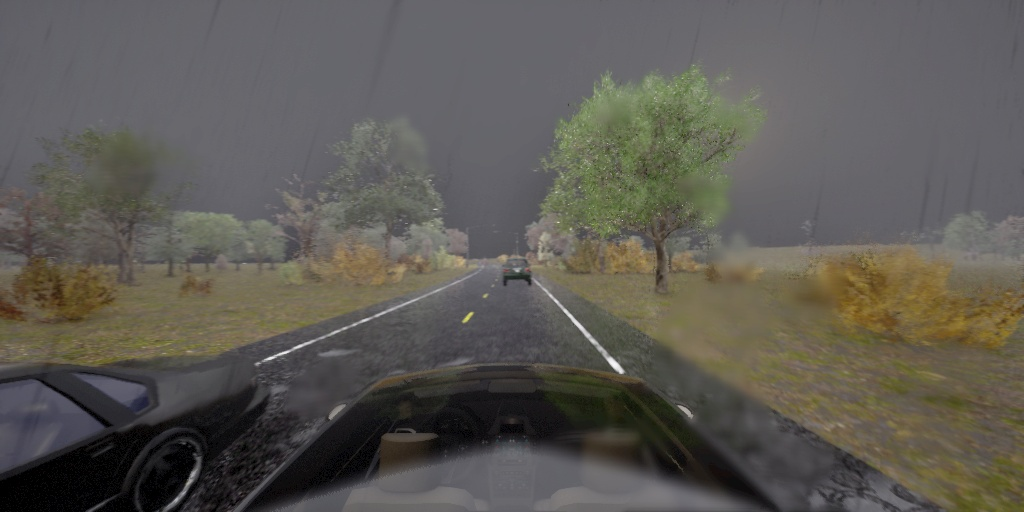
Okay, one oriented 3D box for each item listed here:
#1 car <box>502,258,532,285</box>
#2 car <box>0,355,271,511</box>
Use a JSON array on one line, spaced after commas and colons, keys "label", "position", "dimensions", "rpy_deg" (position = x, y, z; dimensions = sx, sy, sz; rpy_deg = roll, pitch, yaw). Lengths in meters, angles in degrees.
[{"label": "car", "position": [0.371, 1.192, 28.629], "dimensions": [2.150, 2.045, 5.566], "rpy_deg": [-1, 0, 0]}, {"label": "car", "position": [-3.602, 1.372, 1.510], "dimensions": [2.033, 1.411, 5.357], "rpy_deg": [-1, -1, 1]}]
